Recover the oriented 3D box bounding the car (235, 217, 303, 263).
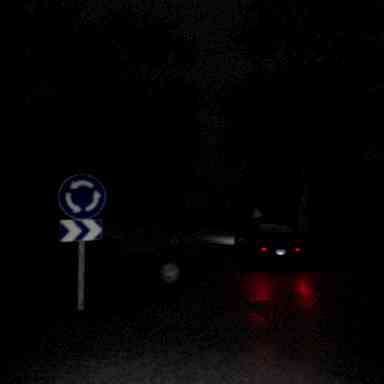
[{"bbox_3d":[2.788,1.669,12.579,1.812,1.442,4.674,1,0,1],"label":"car"}]
